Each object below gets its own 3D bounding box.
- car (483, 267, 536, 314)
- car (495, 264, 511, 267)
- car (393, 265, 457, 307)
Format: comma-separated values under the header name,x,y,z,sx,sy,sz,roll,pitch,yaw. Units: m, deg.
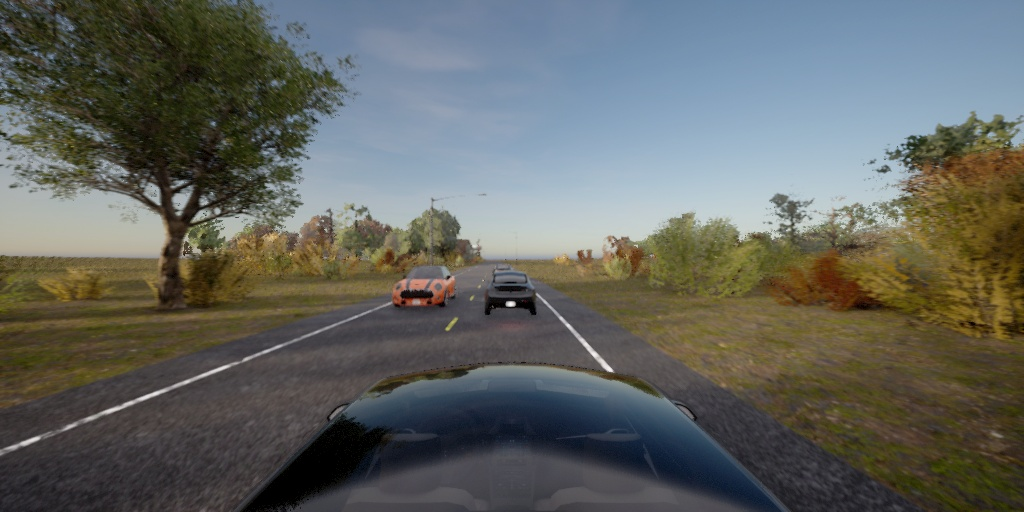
name,x,y,z,sx,sy,sz,roll,pitch,yaw
car,-0.097,1.358,14.258,1.837,1.490,4.892,0,-1,-1
car,-0.836,1.499,33.424,2.128,1.511,4.902,0,0,-3
car,-3.754,1.225,16.081,2.097,1.767,4.553,0,0,-2
